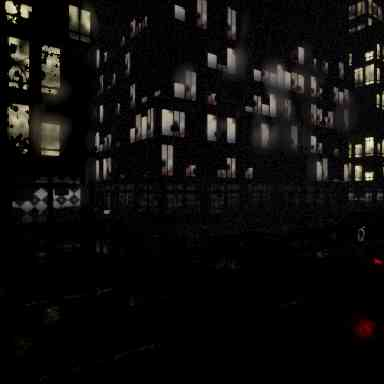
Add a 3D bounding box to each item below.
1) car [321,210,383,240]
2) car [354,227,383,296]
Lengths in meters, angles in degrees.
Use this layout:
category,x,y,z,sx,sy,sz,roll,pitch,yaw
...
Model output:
category,x,y,z,sx,sy,sz,roll,pitch,yaw
car,8.140,1.563,16.226,4.313,1.339,1.947,0,0,-36
car,5.757,1.563,7.418,4.181,1.385,1.994,0,0,-35
